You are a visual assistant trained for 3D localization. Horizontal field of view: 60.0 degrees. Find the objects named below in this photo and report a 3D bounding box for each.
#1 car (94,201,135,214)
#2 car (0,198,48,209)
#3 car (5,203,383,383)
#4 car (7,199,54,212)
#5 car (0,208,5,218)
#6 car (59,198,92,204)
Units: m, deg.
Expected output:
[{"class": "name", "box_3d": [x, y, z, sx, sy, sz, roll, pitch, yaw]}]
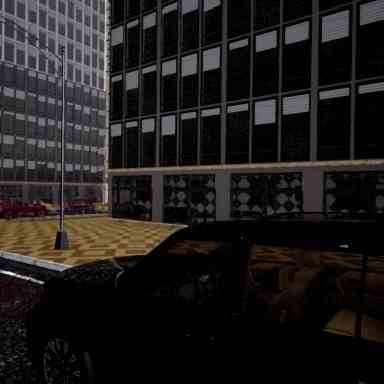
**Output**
[{"class": "car", "box_3d": [-9.268, 1.829, 40.230, 1.752, 1.417, 4.829, 1, 0, 37]}, {"class": "car", "box_3d": [-16.096, 1.519, 31.041, 2.192, 1.841, 5.009, 1, 0, 37]}, {"class": "car", "box_3d": [0.717, 1.221, 3.172, 5.566, 2.045, 2.150, 0, 0, 36]}, {"class": "car", "box_3d": [-19.563, 1.642, 40.428, 1.752, 1.417, 4.829, 1, 0, 37]}, {"class": "car", "box_3d": [-7.263, 1.348, 8.895, 4.553, 1.767, 2.097, 0, 0, 36]}, {"class": "car", "box_3d": [-14.887, 1.549, 42.354, 2.097, 1.767, 4.553, 1, 0, 37]}]
